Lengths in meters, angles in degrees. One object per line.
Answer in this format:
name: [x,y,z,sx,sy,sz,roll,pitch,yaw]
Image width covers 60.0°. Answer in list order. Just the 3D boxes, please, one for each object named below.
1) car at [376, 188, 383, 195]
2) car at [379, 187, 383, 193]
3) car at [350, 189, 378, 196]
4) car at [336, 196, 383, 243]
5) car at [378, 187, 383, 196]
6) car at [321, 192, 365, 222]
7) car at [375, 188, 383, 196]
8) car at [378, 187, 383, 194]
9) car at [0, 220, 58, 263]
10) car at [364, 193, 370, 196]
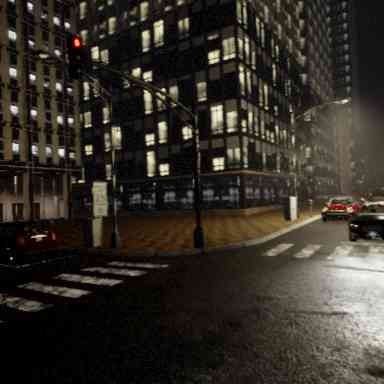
car: [39.329,-0.205,68.679,2.008,1.369,4.403,-2,0,32]
car: [45.261,-0.479,78.116,1.887,1.381,4.507,-2,0,32]
car: [15.588,0.637,30.929,2.192,1.841,5.009,-2,0,32]
car: [7.802,1.147,13.715,2.128,1.511,4.902,-3,0,36]
car: [30.429,0.193,54.523,1.887,1.381,4.507,-2,0,32]
car: [9.660,1.032,21.493,1.967,1.590,4.097,-2,0,32]
car: [36.362,-0.076,63.960,1.887,1.381,4.507,-2,0,32]
car: [42.295,-0.324,73.398,1.947,1.339,4.313,-2,0,32]
car: [-7.682,1.982,14.203,4.097,1.590,1.967,-3,-1,32]
car: [12.631,1.039,26.212,1.802,1.307,4.206,-2,0,32]
